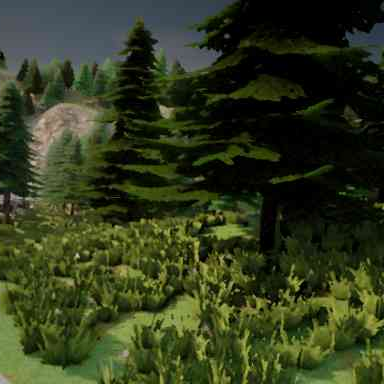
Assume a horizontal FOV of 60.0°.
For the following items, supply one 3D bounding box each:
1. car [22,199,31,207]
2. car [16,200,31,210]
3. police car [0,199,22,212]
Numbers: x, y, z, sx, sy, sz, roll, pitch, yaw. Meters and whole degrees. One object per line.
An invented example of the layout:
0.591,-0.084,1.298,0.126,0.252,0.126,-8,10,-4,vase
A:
-26.275,1.855,50.693,2.097,1.767,4.553,2,-1,-20,car
-28.471,2.111,56.385,1.837,1.490,4.892,3,-1,-22,car
-22.954,1.825,41.285,1.930,1.638,5.238,3,-1,-18,police car
